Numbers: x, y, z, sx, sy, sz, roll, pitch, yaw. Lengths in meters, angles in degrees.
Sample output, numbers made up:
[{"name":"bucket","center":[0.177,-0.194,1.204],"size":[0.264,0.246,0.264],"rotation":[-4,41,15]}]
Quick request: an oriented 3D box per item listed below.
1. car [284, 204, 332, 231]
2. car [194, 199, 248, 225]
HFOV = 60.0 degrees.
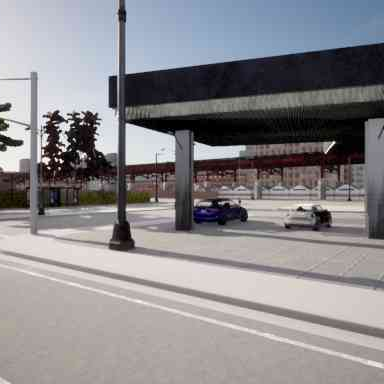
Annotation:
[{"name":"car","center":[7.136,1.456,20.192],"size":[1.970,1.475,3.806],"rotation":[0,0,37]},{"name":"car","center":[2.057,1.295,22.982],"size":[2.242,1.667,4.611],"rotation":[0,0,37]}]
